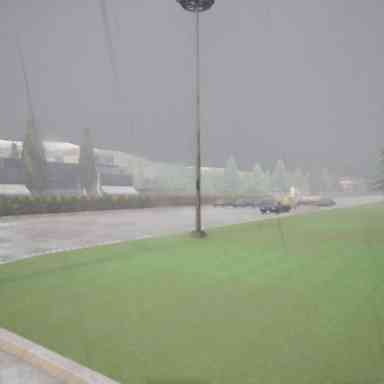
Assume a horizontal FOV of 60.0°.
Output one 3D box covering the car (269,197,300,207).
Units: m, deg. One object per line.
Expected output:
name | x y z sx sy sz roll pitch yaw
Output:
car | 13.283 1.606 47.456 1.882 1.535 5.008 -1 0 37

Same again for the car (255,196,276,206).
car | 13.132 1.534 59.152 2.097 1.767 4.553 -1 0 36

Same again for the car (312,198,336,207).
car | 20.985 1.649 51.951 2.033 1.411 5.357 -1 0 36

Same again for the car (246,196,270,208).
car | 10.486 1.647 49.558 2.128 1.511 4.902 -1 0 37

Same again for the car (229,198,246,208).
car | 8.090 1.746 52.190 1.994 1.385 4.181 -1 0 37

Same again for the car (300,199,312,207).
car | 18.806 1.729 55.049 1.895 1.301 4.718 -1 0 36

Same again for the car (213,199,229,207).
car | 5.187 1.772 54.159 1.994 1.385 4.181 -1 0 37

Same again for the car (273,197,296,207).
car | 15.969 1.647 57.101 2.128 1.511 4.902 -1 0 36

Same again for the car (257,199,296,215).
car | 9.133 1.703 35.841 1.895 1.301 4.718 -1 0 36

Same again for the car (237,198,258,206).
car | 10.351 1.809 61.275 1.895 1.301 4.718 -1 0 36
